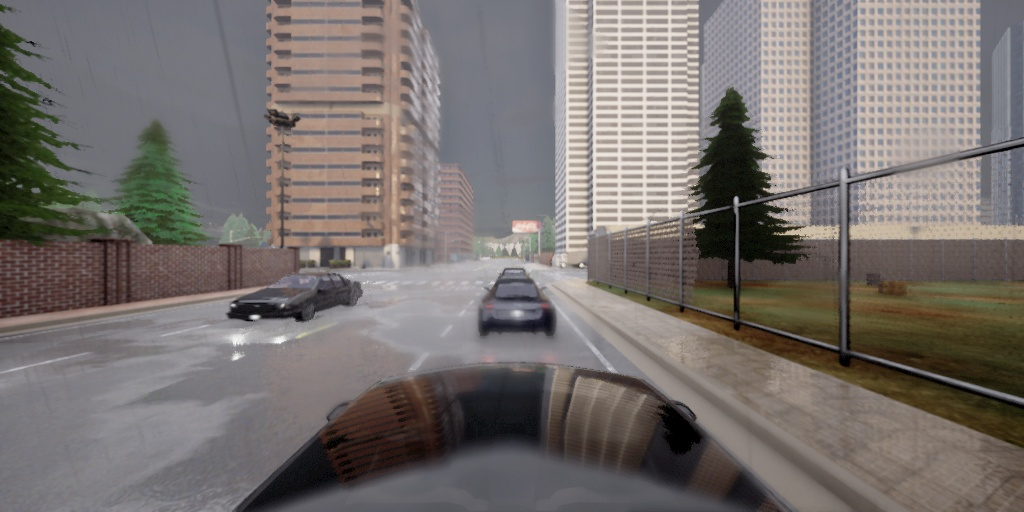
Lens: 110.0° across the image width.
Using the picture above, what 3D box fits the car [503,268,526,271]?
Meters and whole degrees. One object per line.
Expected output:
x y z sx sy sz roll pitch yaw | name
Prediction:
0.128 1.316 19.764 1.994 1.385 4.181 0 0 1 | car

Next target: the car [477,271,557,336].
0.109 1.315 10.359 1.994 1.385 4.181 0 0 0 | car

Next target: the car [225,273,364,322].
-7.047 1.298 12.508 2.033 1.411 5.357 0 0 1 | car
